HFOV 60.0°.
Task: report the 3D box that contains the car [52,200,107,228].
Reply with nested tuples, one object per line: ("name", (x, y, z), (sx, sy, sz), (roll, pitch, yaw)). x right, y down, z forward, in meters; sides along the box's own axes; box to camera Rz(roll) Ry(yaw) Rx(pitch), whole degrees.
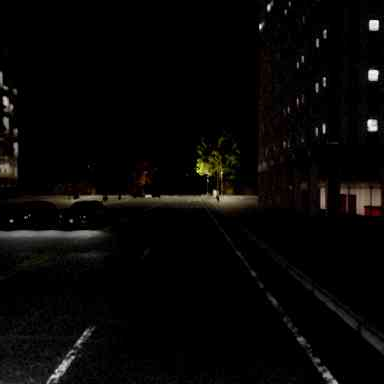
("car", (-6.597, 1.306, 20.568), (1.837, 1.490, 4.892), (0, 1, 0))

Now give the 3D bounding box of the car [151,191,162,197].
("car", (-6.489, 0.518, 61.349), (1.812, 1.442, 4.674), (0, 1, 0))

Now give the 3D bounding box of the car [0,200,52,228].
("car", (-9.846, 1.306, 20.553), (1.837, 1.490, 4.892), (0, 1, 0))
